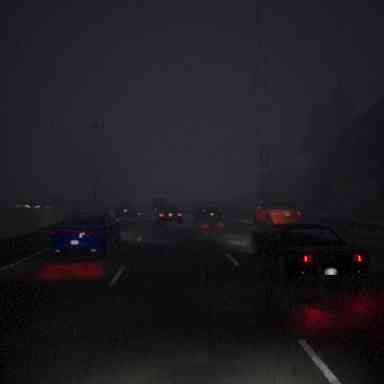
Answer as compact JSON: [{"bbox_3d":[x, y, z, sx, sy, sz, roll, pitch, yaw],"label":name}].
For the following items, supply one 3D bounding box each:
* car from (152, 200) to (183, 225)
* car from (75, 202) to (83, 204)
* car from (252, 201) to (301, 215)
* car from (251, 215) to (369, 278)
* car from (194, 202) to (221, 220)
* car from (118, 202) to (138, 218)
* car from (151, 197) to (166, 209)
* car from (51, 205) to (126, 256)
[{"bbox_3d":[-1.757,1.605,24.973,2.033,1.411,5.357,0,0,-7],"label":"car"},{"bbox_3d":[-20.852,1.767,60.639,1.895,1.301,4.718,0,0,-7],"label":"car"},{"bbox_3d":[5.580,1.391,22.372,2.097,1.767,4.553,0,0,-6],"label":"car"},{"bbox_3d":[3.195,1.618,10.166,1.895,1.301,4.718,0,0,-3],"label":"car"},{"bbox_3d":[1.289,1.586,28.602,1.812,1.442,4.674,0,0,-7],"label":"car"},{"bbox_3d":[-6.150,1.643,31.434,1.994,1.385,4.181,0,0,-8],"label":"car"},{"bbox_3d":[-4.067,1.451,42.120,2.097,1.767,4.553,0,0,-8],"label":"car"},{"bbox_3d":[-4.057,1.514,13.415,1.882,1.535,5.008,0,0,-4],"label":"car"}]
